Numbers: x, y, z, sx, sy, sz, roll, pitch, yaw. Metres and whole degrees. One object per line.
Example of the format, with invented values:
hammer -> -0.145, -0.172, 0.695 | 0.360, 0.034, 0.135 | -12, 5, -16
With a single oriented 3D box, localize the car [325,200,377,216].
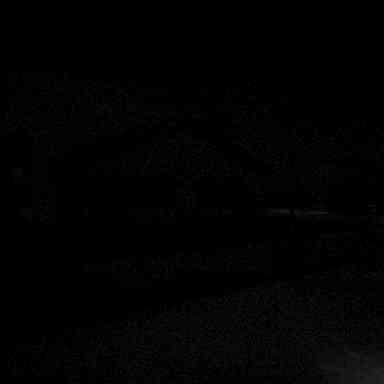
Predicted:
car -> 15.727, 1.491, 33.197 | 2.128, 1.511, 4.902 | 0, 0, -34
